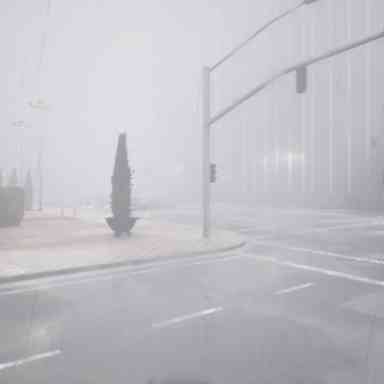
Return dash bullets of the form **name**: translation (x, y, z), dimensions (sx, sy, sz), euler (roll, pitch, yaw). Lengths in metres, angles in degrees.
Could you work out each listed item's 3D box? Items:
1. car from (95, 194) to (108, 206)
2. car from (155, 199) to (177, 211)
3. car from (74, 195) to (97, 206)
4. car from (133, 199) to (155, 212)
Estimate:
- **car**: translation (-14.780, 1.289, 56.079), dimensions (2.150, 2.045, 5.566), euler (0, 0, -36)
- **car**: translation (-3.935, 1.507, 40.914), dimensions (2.033, 1.411, 5.357), euler (0, 0, -36)
- **car**: translation (-17.633, 1.570, 54.052), dimensions (1.994, 1.385, 4.181), euler (0, 0, -36)
- **car**: translation (-6.779, 1.515, 38.875), dimensions (2.033, 1.411, 5.357), euler (0, 0, -36)
